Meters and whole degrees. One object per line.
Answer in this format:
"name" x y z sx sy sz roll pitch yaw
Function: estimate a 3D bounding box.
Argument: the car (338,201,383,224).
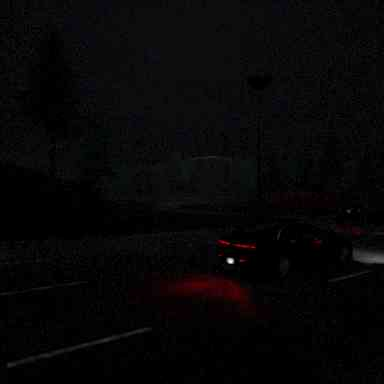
"car" 13.542 1.522 26.309 4.553 1.767 2.097 0 0 -36

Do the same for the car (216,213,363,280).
"car" 2.972 1.560 10.163 4.892 1.490 1.837 0 0 -36
